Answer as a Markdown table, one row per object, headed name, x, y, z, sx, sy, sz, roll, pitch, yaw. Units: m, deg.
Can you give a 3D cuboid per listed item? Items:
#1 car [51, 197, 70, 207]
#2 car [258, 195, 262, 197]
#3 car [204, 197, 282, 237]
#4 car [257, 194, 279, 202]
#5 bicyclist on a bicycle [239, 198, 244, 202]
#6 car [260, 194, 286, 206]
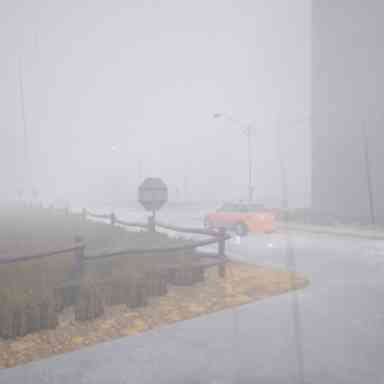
| name | x | y | z | sx | sy | sz | roll | pitch | yaw |
| --- | --- | --- | --- | --- | --- | --- | --- | --- | --- |
| car | -20.472 | 1.476 | 51.764 | 1.882 | 1.535 | 5.008 | 0 | 0 | -34 |
| car | 6.663 | 1.522 | 44.414 | 4.674 | 1.442 | 1.812 | 0 | 0 | -36 |
| car | 2.493 | 1.351 | 18.527 | 2.097 | 1.767 | 4.553 | 0 | 0 | -29 |
| car | 16.595 | 1.304 | 73.236 | 1.932 | 1.855 | 4.605 | 0 | 0 | -36 |
| bicyclist on a bicycle | 3.672 | 1.299 | 24.498 | 1.656 | 1.620 | 0.582 | 0 | 0 | -36 |
| car | 13.082 | 1.476 | 54.268 | 2.242 | 1.667 | 4.611 | 0 | 0 | -36 |
